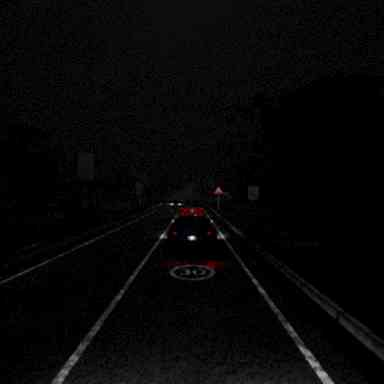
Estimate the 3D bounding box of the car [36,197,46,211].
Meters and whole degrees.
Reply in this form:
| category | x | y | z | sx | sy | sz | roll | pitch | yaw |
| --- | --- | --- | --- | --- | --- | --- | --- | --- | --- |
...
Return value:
| category | x | y | z | sx | sy | sz | roll | pitch | yaw |
| --- | --- | --- | --- | --- | --- | --- | --- | --- | --- |
| car | -22.063 | 1.796 | 42.898 | 4.892 | 1.521 | 2.231 | 0 | 0 | 0 |

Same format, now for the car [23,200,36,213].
| category | x | y | z | sx | sy | sz | roll | pitch | yaw |
| --- | --- | --- | --- | --- | --- | --- | --- | --- | --- |
| car | -22.074 | 1.775 | 40.123 | 5.008 | 1.535 | 2.097 | 0 | 0 | 0 |

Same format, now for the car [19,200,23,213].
| category | x | y | z | sx | sy | sz | roll | pitch | yaw |
| --- | --- | --- | --- | --- | --- | --- | --- | --- | --- |
| car | -22.098 | 1.630 | 37.348 | 4.553 | 1.767 | 2.185 | 0 | 0 | 0 |

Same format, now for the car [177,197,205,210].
| category | x | y | z | sx | sy | sz | roll | pitch | yaw |
| --- | --- | --- | --- | --- | --- | --- | --- | --- | --- |
| car | 0.031 | 1.555 | 29.070 | 2.097 | 1.767 | 4.553 | 0 | 0 | 0 |

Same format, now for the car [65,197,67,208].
| category | x | y | z | sx | sy | sz | roll | pitch | yaw |
| --- | --- | --- | --- | --- | --- | --- | --- | --- | --- |
| car | -22.102 | 1.886 | 51.224 | 4.792 | 1.488 | 2.163 | 0 | 0 | 0 |

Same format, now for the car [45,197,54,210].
| category | x | y | z | sx | sy | sz | roll | pitch | yaw |
| --- | --- | --- | --- | --- | --- | --- | --- | --- | --- |
| car | -22.099 | 1.845 | 45.672 | 4.792 | 1.488 | 2.163 | 0 | 0 | 0 |

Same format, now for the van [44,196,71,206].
| category | x | y | z | sx | sy | sz | roll | pitch | yaw |
| --- | --- | --- | --- | --- | --- | --- | --- | --- | --- |
| van | -21.956 | 1.652 | 53.999 | 4.442 | 1.987 | 1.878 | 0 | 0 | 0 |

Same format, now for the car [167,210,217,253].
| category | x | y | z | sx | sy | sz | roll | pitch | yaw |
| --- | --- | --- | --- | --- | --- | --- | --- | --- | --- |
| car | 0.016 | 1.678 | 14.295 | 1.994 | 1.385 | 4.181 | 0 | 0 | 0 |

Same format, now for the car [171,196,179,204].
| category | x | y | z | sx | sy | sz | roll | pitch | yaw |
| --- | --- | --- | --- | --- | --- | --- | --- | --- | --- |
| car | -3.208 | 1.567 | 66.017 | 1.812 | 1.442 | 4.674 | 0 | 1 | 1 |

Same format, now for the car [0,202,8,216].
| category | x | y | z | sx | sy | sz | roll | pitch | yaw |
| --- | --- | --- | --- | --- | --- | --- | --- | --- | --- |
| car | -22.063 | 1.776 | 34.571 | 4.674 | 1.452 | 2.002 | 0 | 0 | 0 |

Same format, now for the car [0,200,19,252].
| category | x | y | z | sx | sy | sz | roll | pitch | yaw |
| --- | --- | --- | --- | --- | --- | --- | --- | --- | --- |
| car | -8.947 | 1.321 | 10.469 | 5.566 | 2.045 | 2.435 | 0 | 0 | 0 |

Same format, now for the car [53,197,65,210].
| category | x | y | z | sx | sy | sz | roll | pitch | yaw |
| --- | --- | --- | --- | --- | --- | --- | --- | --- | --- |
| car | -21.885 | 1.833 | 48.447 | 5.366 | 1.575 | 1.946 | 0 | 0 | 0 |
